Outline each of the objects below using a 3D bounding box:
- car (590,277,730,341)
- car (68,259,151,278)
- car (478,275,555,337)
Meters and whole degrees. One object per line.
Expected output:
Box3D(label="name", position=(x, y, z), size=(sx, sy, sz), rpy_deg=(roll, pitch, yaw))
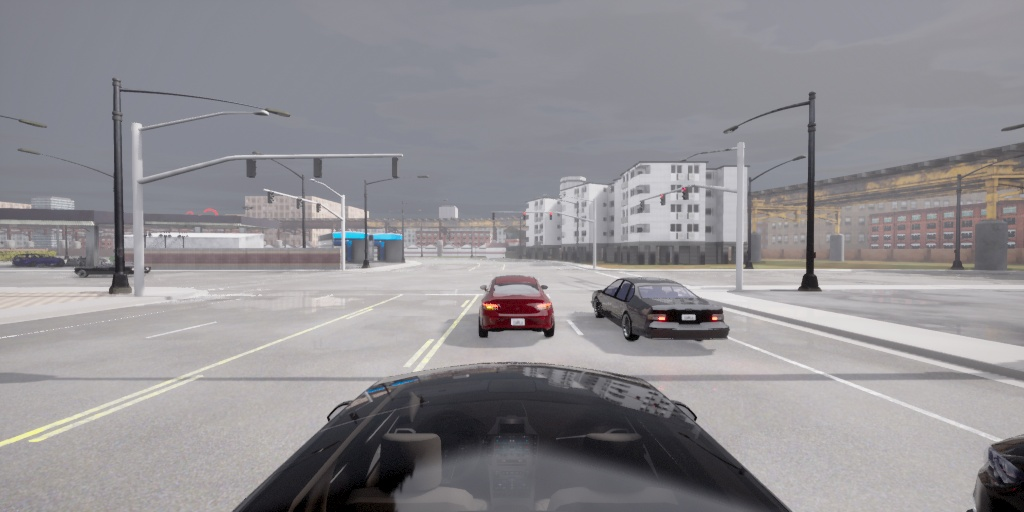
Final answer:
Box3D(label="car", position=(3.582, 1.282, 9.790), size=(2.033, 1.411, 5.357), rpy_deg=(0, 0, 0))
Box3D(label="car", position=(-33.705, 1.135, 30.268), size=(4.718, 1.301, 1.895), rpy_deg=(0, 1, -1))
Box3D(label="car", position=(0.071, 1.256, 10.074), size=(1.812, 1.442, 4.674), rpy_deg=(0, 0, -1))
